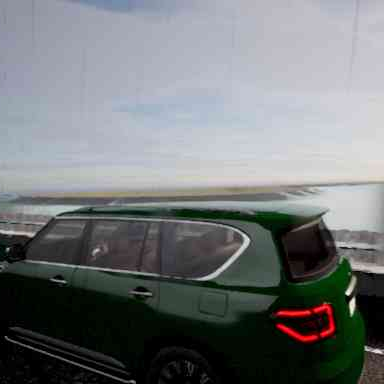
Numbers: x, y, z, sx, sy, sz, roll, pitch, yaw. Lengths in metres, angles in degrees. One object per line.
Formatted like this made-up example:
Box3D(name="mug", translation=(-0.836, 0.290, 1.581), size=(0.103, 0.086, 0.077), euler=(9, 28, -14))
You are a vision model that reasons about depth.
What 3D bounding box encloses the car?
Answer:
Box3D(name="car", translation=(-0.816, 1.145, 4.462), size=(5.566, 2.045, 2.150), euler=(0, 1, 31))
